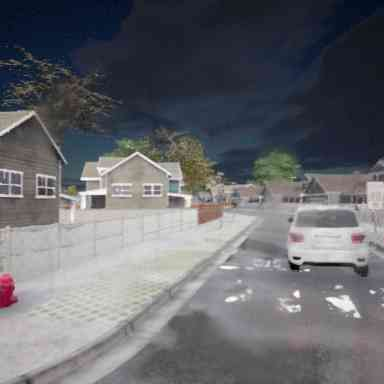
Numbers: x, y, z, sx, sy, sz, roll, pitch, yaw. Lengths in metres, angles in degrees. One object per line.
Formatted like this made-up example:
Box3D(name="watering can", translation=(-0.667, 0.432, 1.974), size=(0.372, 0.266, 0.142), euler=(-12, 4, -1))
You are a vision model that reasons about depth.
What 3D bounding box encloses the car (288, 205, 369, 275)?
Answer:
Box3D(name="car", translation=(4.519, 1.460, 11.394), size=(2.150, 2.045, 5.566), euler=(-2, -2, 19))
